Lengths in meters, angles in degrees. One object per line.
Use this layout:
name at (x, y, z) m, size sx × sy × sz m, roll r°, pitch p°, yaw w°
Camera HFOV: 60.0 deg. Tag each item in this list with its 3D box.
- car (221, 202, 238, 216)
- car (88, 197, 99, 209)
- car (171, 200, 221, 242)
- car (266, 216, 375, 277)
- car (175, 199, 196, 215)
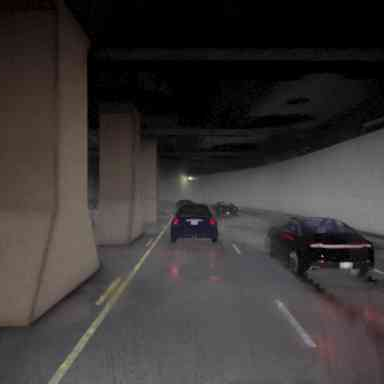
car at (3.073, 1.604, 32.658) m, size 1.895 × 1.301 × 4.718 m, roll 0°, pitch 0°, yaw -5°
car at (-13.399, 1.510, 44.631) m, size 1.837 × 1.490 × 4.892 m, roll 0°, pitch -1°, yaw -15°
car at (0.098, 1.354, 16.462) m, size 2.097 × 1.767 × 4.553 m, roll 0°, pitch 0°, yaw 0°
car at (3.599, 1.493, 10.191) m, size 2.128 × 1.511 × 4.902 m, roll 0°, pitch 0°, yaw 0°
car at (-0.757, 1.529, 35.181) m, size 1.812 × 1.442 × 4.674 m, roll 0°, pitch 0°, yaw -7°
